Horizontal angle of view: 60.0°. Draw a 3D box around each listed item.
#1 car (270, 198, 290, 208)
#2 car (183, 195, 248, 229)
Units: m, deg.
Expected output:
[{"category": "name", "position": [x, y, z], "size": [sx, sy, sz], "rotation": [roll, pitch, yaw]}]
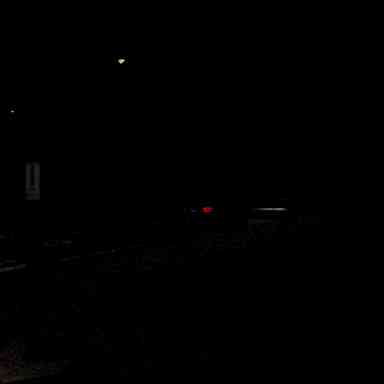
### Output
[{"category": "car", "position": [13.083, 1.614, 49.095], "size": [1.812, 1.442, 4.674], "rotation": [-1, -1, 35]}, {"category": "car", "position": [1.656, 1.202, 21.754], "size": [2.150, 2.045, 5.566], "rotation": [-1, 0, 35]}]
